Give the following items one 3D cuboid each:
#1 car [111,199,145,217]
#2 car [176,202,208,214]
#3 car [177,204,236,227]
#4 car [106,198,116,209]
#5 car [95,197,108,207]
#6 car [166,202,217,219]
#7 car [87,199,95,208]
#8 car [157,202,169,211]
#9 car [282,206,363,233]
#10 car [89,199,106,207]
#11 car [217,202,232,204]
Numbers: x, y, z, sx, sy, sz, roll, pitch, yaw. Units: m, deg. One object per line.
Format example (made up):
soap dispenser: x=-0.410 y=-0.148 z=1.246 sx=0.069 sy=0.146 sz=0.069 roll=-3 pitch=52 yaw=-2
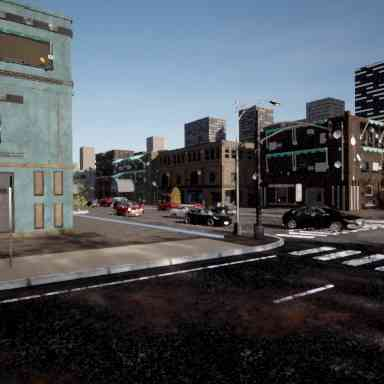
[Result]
car: x=-6.865 y=1.846 z=36.271 sx=1.967 sy=1.590 sz=4.097 roll=-1 pitch=0 yaw=-36
car: x=-0.044 y=1.903 z=41.146 sx=1.802 sy=1.307 sz=4.206 roll=-2 pitch=0 yaw=-36
car: x=1.107 y=1.814 z=24.910 sx=1.947 sy=1.339 sz=4.313 roll=-2 pitch=0 yaw=-36
car: x=-11.386 y=2.022 z=52.574 sx=1.837 sy=1.490 sz=4.892 roll=-1 pitch=-2 yaw=-35
car: x=-16.141 y=1.939 z=63.662 sx=2.192 sy=1.841 sz=5.009 roll=-1 pitch=0 yaw=-36
car: x=-0.117 y=1.890 z=31.303 sx=1.895 sy=1.301 sz=4.718 roll=-1 pitch=0 yaw=-36
car: x=-19.167 y=2.158 z=63.466 sx=2.128 sy=1.511 sz=4.902 roll=-1 pitch=0 yaw=-36
car: x=-3.262 y=1.965 z=45.648 sx=1.802 sy=1.307 sz=4.206 roll=-2 pitch=0 yaw=-36
car: x=7.901 y=1.616 z=20.563 sx=1.837 sy=1.490 sz=4.892 roll=-1 pitch=-1 yaw=-39
car: x=-19.354 y=2.227 z=68.165 sx=1.887 sy=1.381 sz=4.507 roll=-1 pitch=0 yaw=-36
car: x=3.173 y=1.809 z=36.642 sx=2.008 sy=1.369 sz=4.403 roll=-2 pitch=0 yaw=-36
